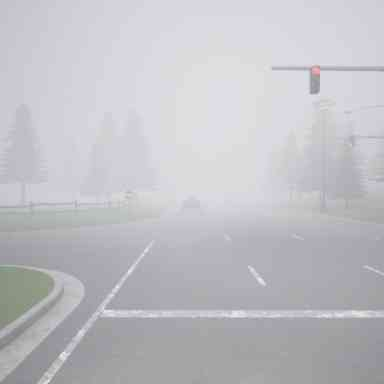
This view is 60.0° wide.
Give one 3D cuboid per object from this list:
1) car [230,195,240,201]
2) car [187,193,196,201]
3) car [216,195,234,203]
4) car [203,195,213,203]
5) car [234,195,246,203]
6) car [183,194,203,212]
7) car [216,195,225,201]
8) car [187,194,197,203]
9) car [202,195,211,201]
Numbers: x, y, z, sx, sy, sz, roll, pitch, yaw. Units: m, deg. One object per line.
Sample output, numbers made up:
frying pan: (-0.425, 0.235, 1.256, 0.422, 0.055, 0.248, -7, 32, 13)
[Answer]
car: (10.420, 1.385, 80.787, 1.994, 1.385, 4.181, 0, 0, 0)
car: (-0.080, 1.188, 80.746, 2.097, 1.767, 4.553, 0, 0, 0)
car: (6.930, 1.531, 70.364, 2.033, 1.411, 5.357, 0, 0, 0)
car: (3.430, 1.545, 70.777, 1.994, 1.385, 4.181, 0, 0, 0)
car: (10.430, 1.517, 70.784, 1.812, 1.442, 4.674, 0, 0, 0)
car: (-0.039, 1.352, 39.706, 2.097, 1.767, 4.553, 0, 0, 0)
car: (6.920, 1.385, 80.783, 1.994, 1.385, 4.181, 0, 0, 0)
car: (-0.070, 1.348, 70.743, 2.097, 1.767, 4.553, 0, 0, 0)
car: (3.420, 1.428, 80.810, 1.895, 1.301, 4.718, 0, 0, 0)
